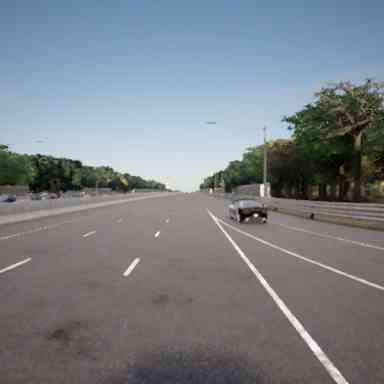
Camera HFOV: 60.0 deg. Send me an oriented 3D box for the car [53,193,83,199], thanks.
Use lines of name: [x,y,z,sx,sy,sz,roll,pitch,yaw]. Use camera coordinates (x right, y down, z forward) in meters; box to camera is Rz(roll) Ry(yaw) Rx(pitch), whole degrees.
car: [-17.597,1.272,47.477,1.994,1.385,4.181,0,0,0]

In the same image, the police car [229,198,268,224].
police car: [3.897,1.280,23.875,1.930,1.638,5.238,0,0,-5]

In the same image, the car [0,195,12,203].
car: [-28.070,1.216,50.353,1.812,1.442,4.674,0,0,0]

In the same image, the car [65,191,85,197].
car: [-21.028,0.868,57.914,2.150,2.045,5.566,0,0,0]

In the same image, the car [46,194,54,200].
car: [-28.028,1.127,65.262,2.128,1.511,4.902,0,0,0]

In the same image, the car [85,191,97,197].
car: [-21.029,0.806,69.208,2.150,2.045,5.566,0,0,0]

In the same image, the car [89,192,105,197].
car: [-17.533,1.212,63.470,1.895,1.301,4.718,0,0,0]

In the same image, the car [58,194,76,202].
car: [-24.528,1.152,65.624,1.994,1.385,4.181,0,0,0]

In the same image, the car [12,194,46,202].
car: [-24.579,1.042,50.368,2.097,1.767,4.553,0,0,0]
